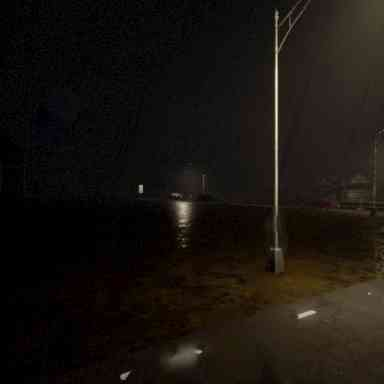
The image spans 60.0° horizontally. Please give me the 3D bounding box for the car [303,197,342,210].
[{"bbox_3d":[14.984,1.321,38.224,1.994,1.385,4.181,2,0,-35],"label":"car"}]

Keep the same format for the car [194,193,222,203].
[{"bbox_3d":[2.923,1.020,55.273,1.882,1.535,5.008,2,-1,-35],"label":"car"}]

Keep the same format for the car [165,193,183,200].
[{"bbox_3d":[-3.999,0.954,71.235,1.895,1.301,4.718,2,-1,-35],"label":"car"}]
